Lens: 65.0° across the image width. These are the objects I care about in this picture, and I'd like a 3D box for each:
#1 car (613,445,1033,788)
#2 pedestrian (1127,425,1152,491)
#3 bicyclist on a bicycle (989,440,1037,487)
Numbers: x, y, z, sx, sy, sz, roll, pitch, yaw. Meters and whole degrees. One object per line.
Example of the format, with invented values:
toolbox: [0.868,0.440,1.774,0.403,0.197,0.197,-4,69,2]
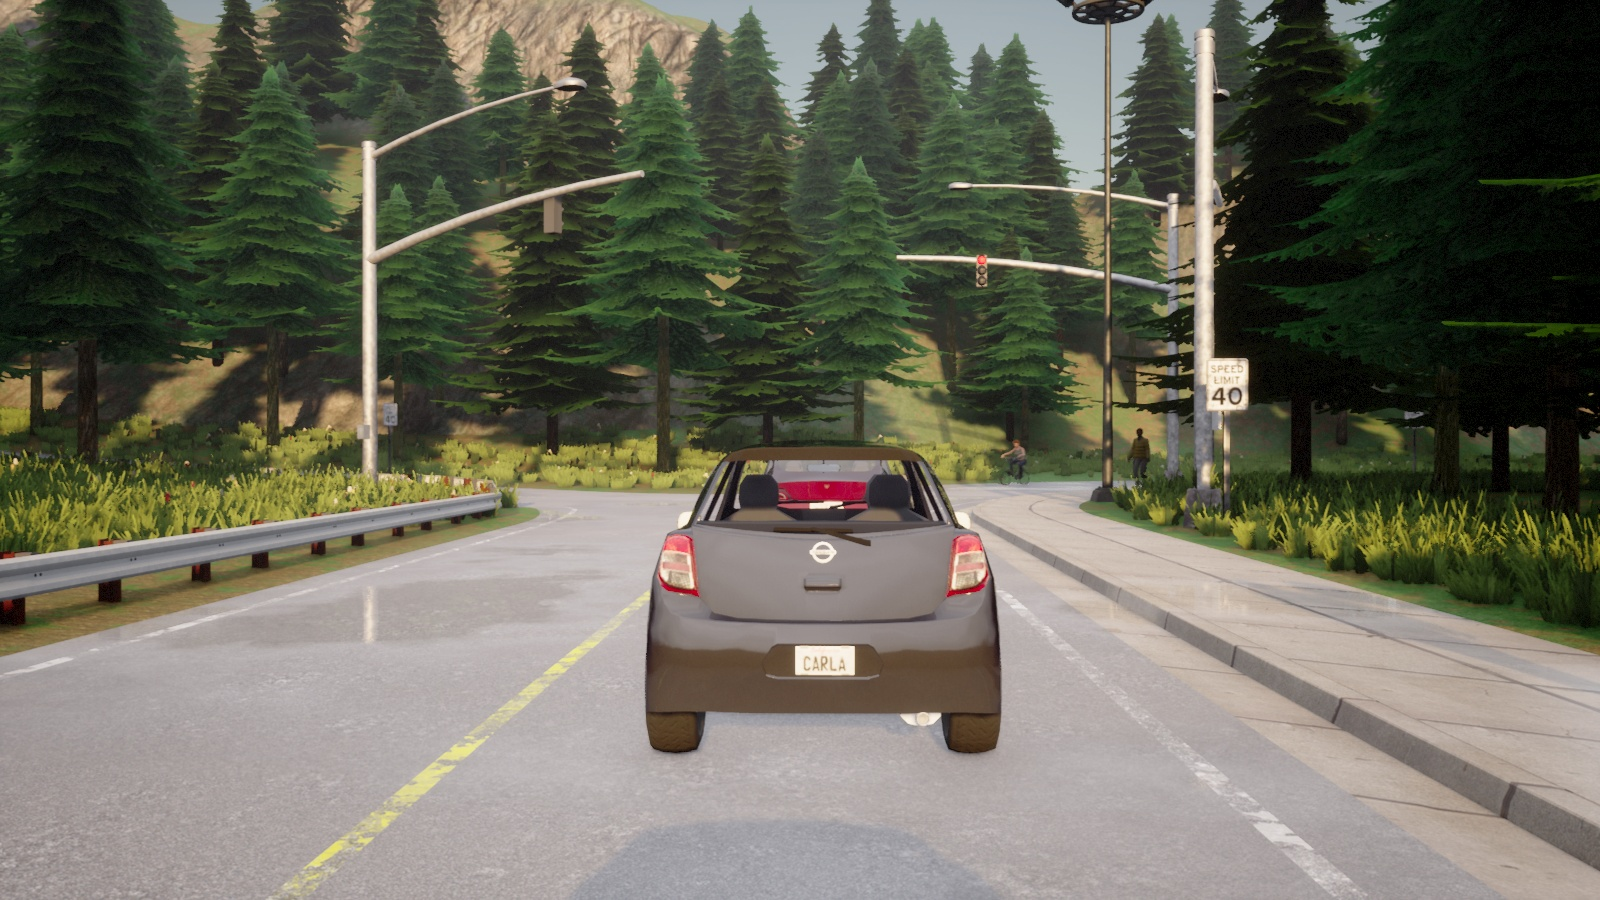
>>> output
car: [0.136,0.721,7.334,1.845,1.501,3.633,0,0,1]
pedestrian: [9.683,0.226,35.794,0.431,1.840,0.709,0,0,39]
bicyclist on a bicycle: [7.407,0.457,43.658,1.509,1.612,0.866,0,1,-39]
